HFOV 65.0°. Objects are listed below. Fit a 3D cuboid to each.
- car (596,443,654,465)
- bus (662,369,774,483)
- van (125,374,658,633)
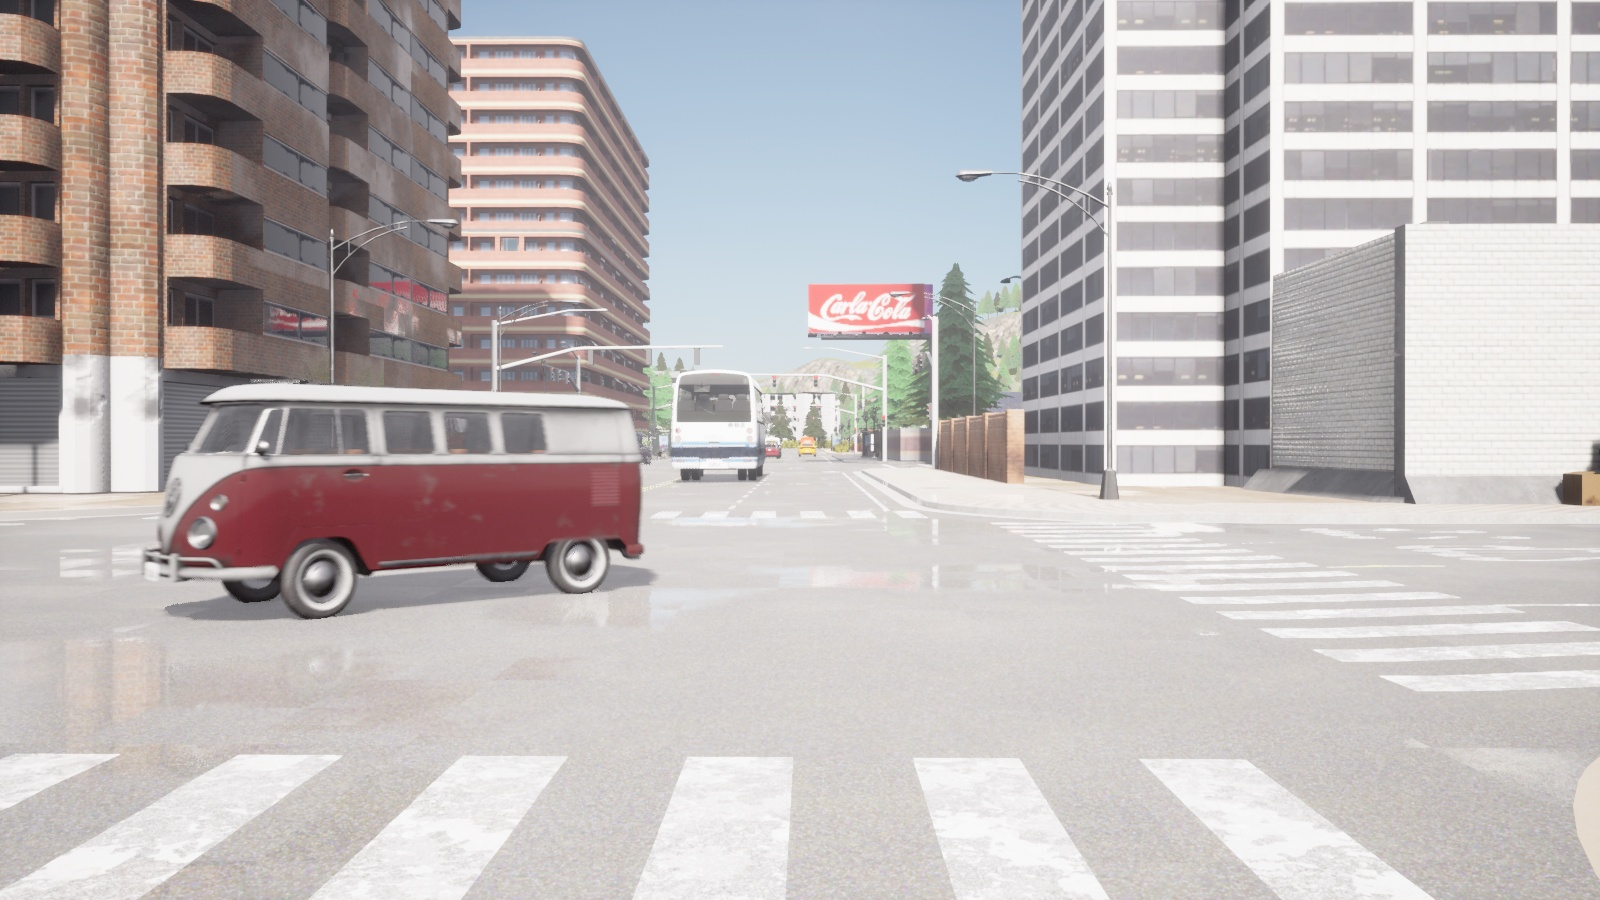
[{"bbox_3d":[-12.004,0.262,86.572,1.816,1.474,4.193,0,0,29],"label":"car"},{"bbox_3d":[-3.180,-0.928,52.331,3.944,4.253,10.273,0,0,0],"label":"bus"},{"bbox_3d":[-3.659,0.405,11.823,4.442,1.987,1.775,0,0,-43],"label":"van"}]
